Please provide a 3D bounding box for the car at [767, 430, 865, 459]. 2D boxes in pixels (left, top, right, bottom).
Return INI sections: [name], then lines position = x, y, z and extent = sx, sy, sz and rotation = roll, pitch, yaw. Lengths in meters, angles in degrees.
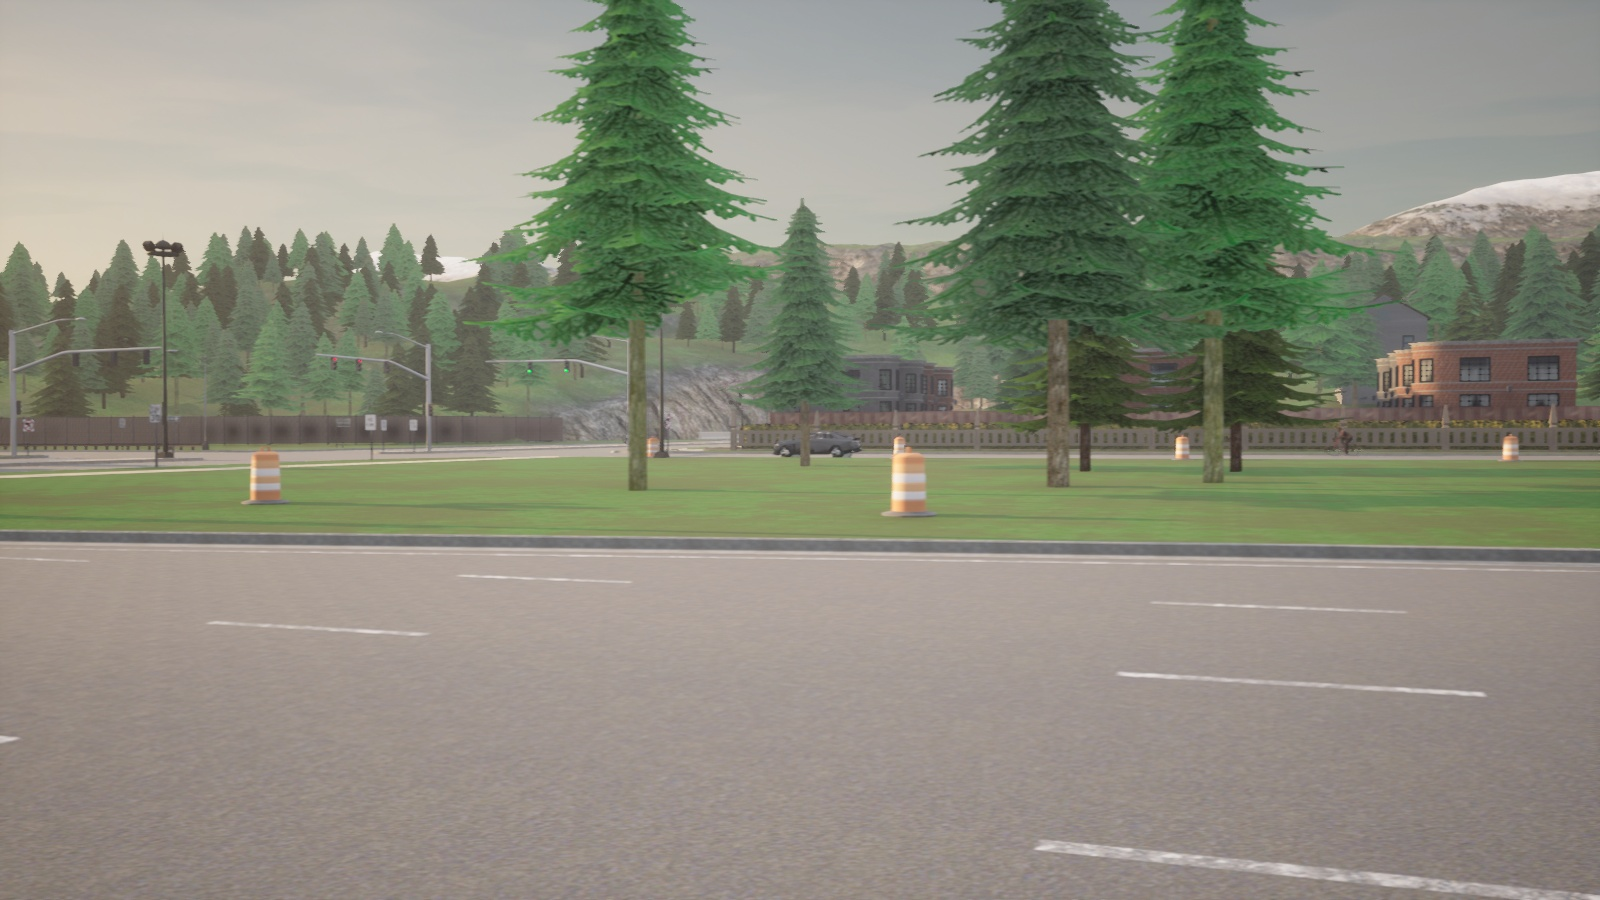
[car]
position = 0.868, -0.298, 67.702
extent = 4.902, 1.511, 2.128
rotation = 1, 1, 18
